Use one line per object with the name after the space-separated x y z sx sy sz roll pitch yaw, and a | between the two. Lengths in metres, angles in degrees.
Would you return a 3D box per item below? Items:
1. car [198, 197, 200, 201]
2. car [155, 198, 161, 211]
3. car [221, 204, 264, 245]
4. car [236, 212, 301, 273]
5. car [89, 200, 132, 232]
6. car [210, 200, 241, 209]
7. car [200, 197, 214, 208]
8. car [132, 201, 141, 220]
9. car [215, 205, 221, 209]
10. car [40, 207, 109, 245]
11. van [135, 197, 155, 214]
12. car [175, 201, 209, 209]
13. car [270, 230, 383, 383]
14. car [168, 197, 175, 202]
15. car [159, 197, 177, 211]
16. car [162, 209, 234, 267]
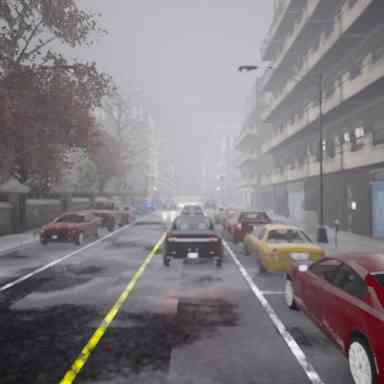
2.706 2.117 92.637 1.947 1.339 4.313 1 0 0 | car
-5.659 1.824 43.646 1.947 1.339 4.313 1 0 0 | car
2.706 1.535 16.030 1.967 1.590 4.097 1 0 0 | car
2.704 1.589 10.675 1.752 1.417 4.829 1 0 0 | car
-5.672 1.443 21.553 2.192 1.841 5.009 1 0 0 | car
2.705 1.686 27.245 1.752 1.417 4.829 1 0 0 | car
2.676 1.731 49.169 1.967 1.590 4.097 1 0 0 | car
-5.676 1.705 27.076 1.887 1.381 4.507 1 0 0 | car
2.704 1.709 21.552 1.802 1.307 4.206 1 0 0 | car
-5.676 1.640 16.029 1.887 1.381 4.507 1 0 0 | car
-5.680 1.567 38.124 1.690 1.788 3.998 1 0 0 | van
0.041 1.701 25.945 2.033 1.411 5.357 0 0 1 | car
2.704 1.575 4.981 1.887 1.381 4.507 1 0 0 | car
-5.673 2.076 92.467 1.752 1.417 4.829 1 0 0 | car
-3.090 1.764 46.060 2.128 1.511 4.902 0 0 0 | car
0.047 1.561 11.650 2.128 1.511 4.902 0 0 0 | car
